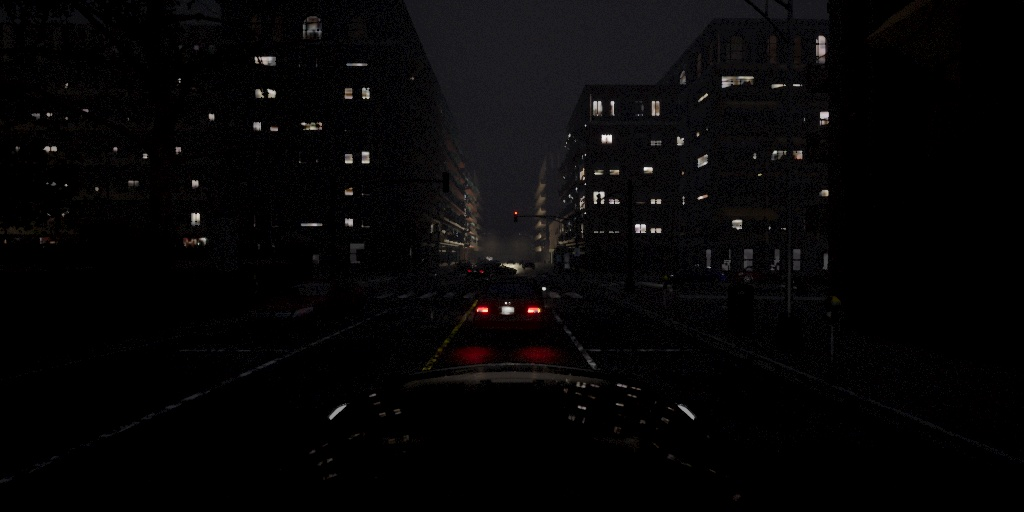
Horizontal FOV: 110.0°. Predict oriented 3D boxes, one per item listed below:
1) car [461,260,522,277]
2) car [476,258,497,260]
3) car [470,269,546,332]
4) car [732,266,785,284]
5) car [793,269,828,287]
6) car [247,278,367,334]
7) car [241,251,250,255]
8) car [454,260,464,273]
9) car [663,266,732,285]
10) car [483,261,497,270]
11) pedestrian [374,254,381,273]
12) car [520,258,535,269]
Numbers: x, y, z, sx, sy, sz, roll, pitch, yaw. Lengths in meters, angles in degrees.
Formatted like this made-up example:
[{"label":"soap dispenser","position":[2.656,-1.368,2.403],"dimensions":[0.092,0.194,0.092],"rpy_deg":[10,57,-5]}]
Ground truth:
[{"label":"car","position":[-1.653,1.295,31.061],"dimensions":[2.033,1.411,5.357],"rpy_deg":[0,0,33]},{"label":"car","position":[-3.191,1.296,43.301],"dimensions":[2.033,1.411,5.357],"rpy_deg":[0,0,4]},{"label":"car","position":[0.052,1.297,10.826],"dimensions":[2.033,1.411,5.357],"rpy_deg":[0,0,3]},{"label":"car","position":[21.293,1.571,31.541],"dimensions":[4.097,1.591,1.967],"rpy_deg":[0,0,-1]},{"label":"car","position":[24.905,1.810,29.033],"dimensions":[4.718,1.301,1.895],"rpy_deg":[1,0,-1]},{"label":"car","position":[-5.713,1.331,10.613],"dimensions":[1.802,1.307,4.207],"rpy_deg":[0,0,0]},{"label":"car","position":[-19.175,0.665,25.165],"dimensions":[5.566,2.045,2.150],"rpy_deg":[1,0,-1]},{"label":"car","position":[-5.810,1.188,43.023],"dimensions":[1.967,1.591,4.097],"rpy_deg":[0,0,0]},{"label":"car","position":[14.598,1.552,28.877],"dimensions":[4.674,1.442,1.812],"rpy_deg":[1,0,-1]},{"label":"car","position":[-3.231,1.349,53.251],"dimensions":[1.895,1.301,4.718],"rpy_deg":[0,0,0]},{"label":"pedestrian","position":[-12.807,0.652,33.995],"dimensions":[0.375,1.860,0.375],"rpy_deg":[0,-1,-1]},{"label":"car","position":[2.536,1.299,54.320],"dimensions":[2.007,1.370,4.403],"rpy_deg":[0,0,0]}]
